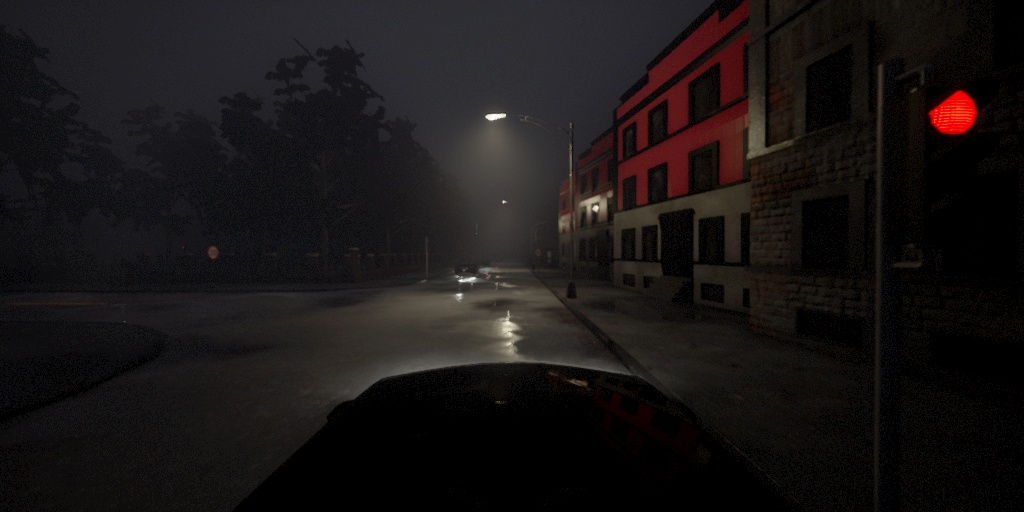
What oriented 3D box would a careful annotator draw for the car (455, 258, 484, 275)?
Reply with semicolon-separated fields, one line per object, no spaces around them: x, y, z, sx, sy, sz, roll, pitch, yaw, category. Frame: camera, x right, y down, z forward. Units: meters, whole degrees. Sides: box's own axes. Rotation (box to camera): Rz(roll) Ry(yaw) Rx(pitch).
-4.084;0.936;33.117;2.128;1.511;4.902;0;0;0;car

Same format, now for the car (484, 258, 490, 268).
-4.070;0.887;49.257;1.895;1.301;4.718;0;1;0;car

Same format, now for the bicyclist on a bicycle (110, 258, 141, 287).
-21.847;0.919;20.292;0.582;1.620;1.656;0;1;0;bicyclist on a bicycle
